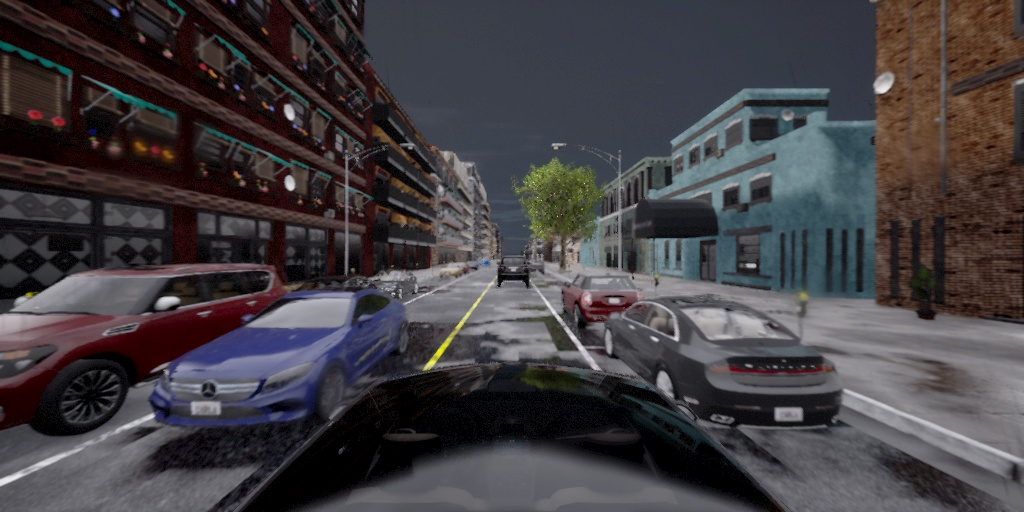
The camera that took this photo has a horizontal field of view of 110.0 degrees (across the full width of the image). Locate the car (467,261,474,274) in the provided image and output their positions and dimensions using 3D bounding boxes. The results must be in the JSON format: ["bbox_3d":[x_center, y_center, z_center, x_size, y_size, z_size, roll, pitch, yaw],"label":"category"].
[{"bbox_3d":[-5.699,1.333,39.847,1.888,1.381,4.507,0,0,0],"label":"car"}]

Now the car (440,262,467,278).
[{"bbox_3d":[-5.698,1.306,33.980,1.751,1.417,4.829,0,0,0],"label":"car"}]

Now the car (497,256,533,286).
[{"bbox_3d":[0.094,0.993,25.601,2.150,2.045,5.566,0,0,0],"label":"car"}]

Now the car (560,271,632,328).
[{"bbox_3d":[2.689,1.196,11.363,1.967,1.591,4.097,0,0,0],"label":"car"}]

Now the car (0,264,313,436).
[{"bbox_3d":[-5.691,1.067,5.666,2.192,1.841,5.009,0,0,0],"label":"car"}]

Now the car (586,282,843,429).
[{"bbox_3d":[2.690,1.303,5.666,2.007,1.370,4.403,0,0,0],"label":"car"}]

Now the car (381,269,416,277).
[{"bbox_3d":[-5.694,1.312,17.059,2.007,1.370,4.403,0,0,0],"label":"car"}]

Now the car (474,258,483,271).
[{"bbox_3d":[-5.702,1.372,51.239,1.948,1.339,4.313,0,0,0],"label":"car"}]

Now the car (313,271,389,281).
[{"bbox_3d":[-5.692,1.322,11.363,1.948,1.339,4.313,0,0,0],"label":"car"}]

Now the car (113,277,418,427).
[{"bbox_3d":[-3.093,1.278,5.954,1.812,1.442,4.674,0,0,0],"label":"car"}]

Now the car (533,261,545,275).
[{"bbox_3d":[2.682,1.339,39.846,2.007,1.370,4.403,0,0,0],"label":"car"}]
